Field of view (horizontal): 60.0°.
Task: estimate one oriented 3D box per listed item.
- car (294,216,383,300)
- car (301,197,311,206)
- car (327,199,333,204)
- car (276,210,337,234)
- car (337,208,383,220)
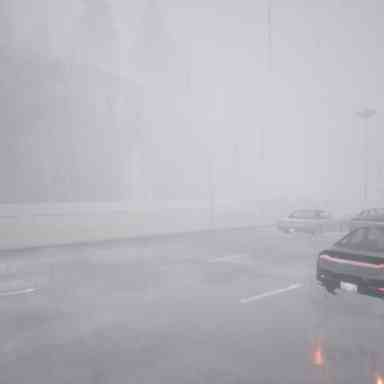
[{"bbox_3d":[4.738,1.496,7.502,4.902,1.511,2.128,0,0,-38],"label":"car"},{"bbox_3d":[15.844,1.426,47.139,2.097,1.767,4.553,0,0,41],"label":"car"},{"bbox_3d":[18.484,1.630,44.840,1.994,1.385,4.181,0,0,41],"label":"car"},{"bbox_3d":[6.721,1.617,18.172,4.718,1.301,1.895,0,0,-41],"label":"car"},{"bbox_3d":[9.178,1.501,15.702,4.902,1.511,2.128,0,0,-40],"label":"car"}]
